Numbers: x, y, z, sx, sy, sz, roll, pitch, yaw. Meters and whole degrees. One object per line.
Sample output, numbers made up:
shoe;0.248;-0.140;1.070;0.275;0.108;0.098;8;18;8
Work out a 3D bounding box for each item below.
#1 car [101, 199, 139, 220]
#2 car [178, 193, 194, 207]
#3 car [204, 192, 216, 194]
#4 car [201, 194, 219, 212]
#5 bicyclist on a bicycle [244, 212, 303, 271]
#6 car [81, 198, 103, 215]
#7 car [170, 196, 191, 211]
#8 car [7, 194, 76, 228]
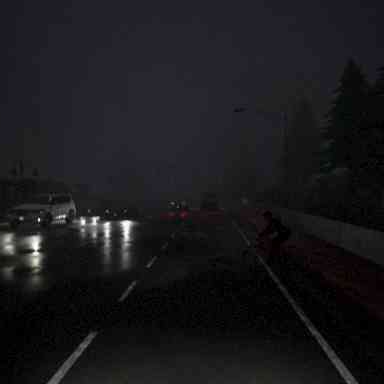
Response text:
car;-5.624;1.429;27.256;1.812;1.442;4.674;0;0;3
car;-0.841;1.307;49.062;1.882;1.535;5.008;0;0;3
car;2.562;1.059;47.162;2.150;2.045;5.566;0;0;3
car;2.025;1.350;37.162;1.882;1.535;5.008;0;0;3
bicyclist on a bicycle;2.251;1.370;9.212;1.656;1.620;0.582;0;0;3
car;-8.942;1.376;31.780;2.128;1.511;4.902;0;0;3
car;-1.415;1.390;38.846;1.812;1.442;4.674;0;0;3
car;-9.521;1.140;21.633;2.150;2.045;5.566;0;0;3
